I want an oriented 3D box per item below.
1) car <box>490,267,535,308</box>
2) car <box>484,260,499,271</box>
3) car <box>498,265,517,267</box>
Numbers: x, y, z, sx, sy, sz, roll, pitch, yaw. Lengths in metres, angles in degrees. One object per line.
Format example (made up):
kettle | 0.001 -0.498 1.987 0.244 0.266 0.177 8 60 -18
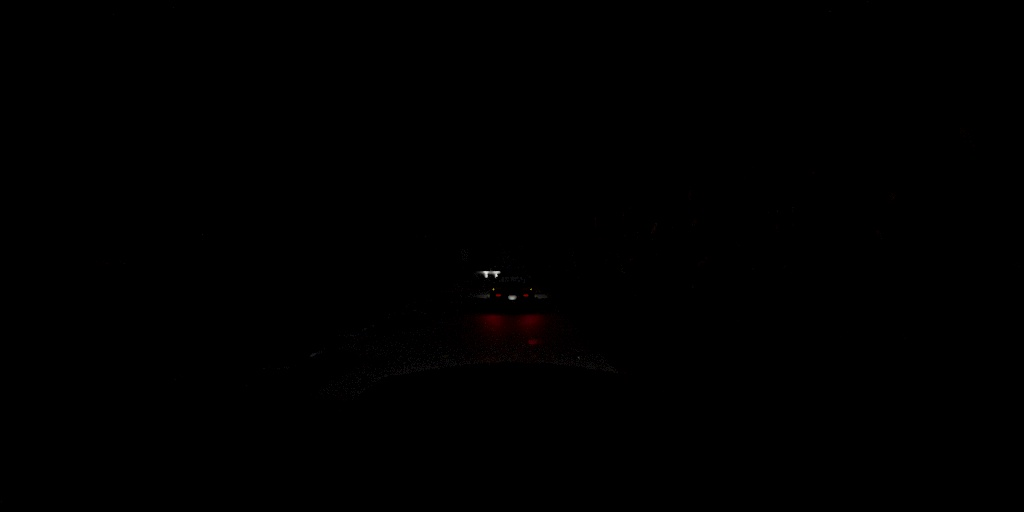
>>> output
car | 0.030 1.396 15.759 1.812 1.442 4.674 0 0 1
car | -2.742 1.268 49.311 2.033 1.411 5.357 0 1 0
car | 0.026 1.506 30.060 1.895 1.301 4.718 0 0 0
